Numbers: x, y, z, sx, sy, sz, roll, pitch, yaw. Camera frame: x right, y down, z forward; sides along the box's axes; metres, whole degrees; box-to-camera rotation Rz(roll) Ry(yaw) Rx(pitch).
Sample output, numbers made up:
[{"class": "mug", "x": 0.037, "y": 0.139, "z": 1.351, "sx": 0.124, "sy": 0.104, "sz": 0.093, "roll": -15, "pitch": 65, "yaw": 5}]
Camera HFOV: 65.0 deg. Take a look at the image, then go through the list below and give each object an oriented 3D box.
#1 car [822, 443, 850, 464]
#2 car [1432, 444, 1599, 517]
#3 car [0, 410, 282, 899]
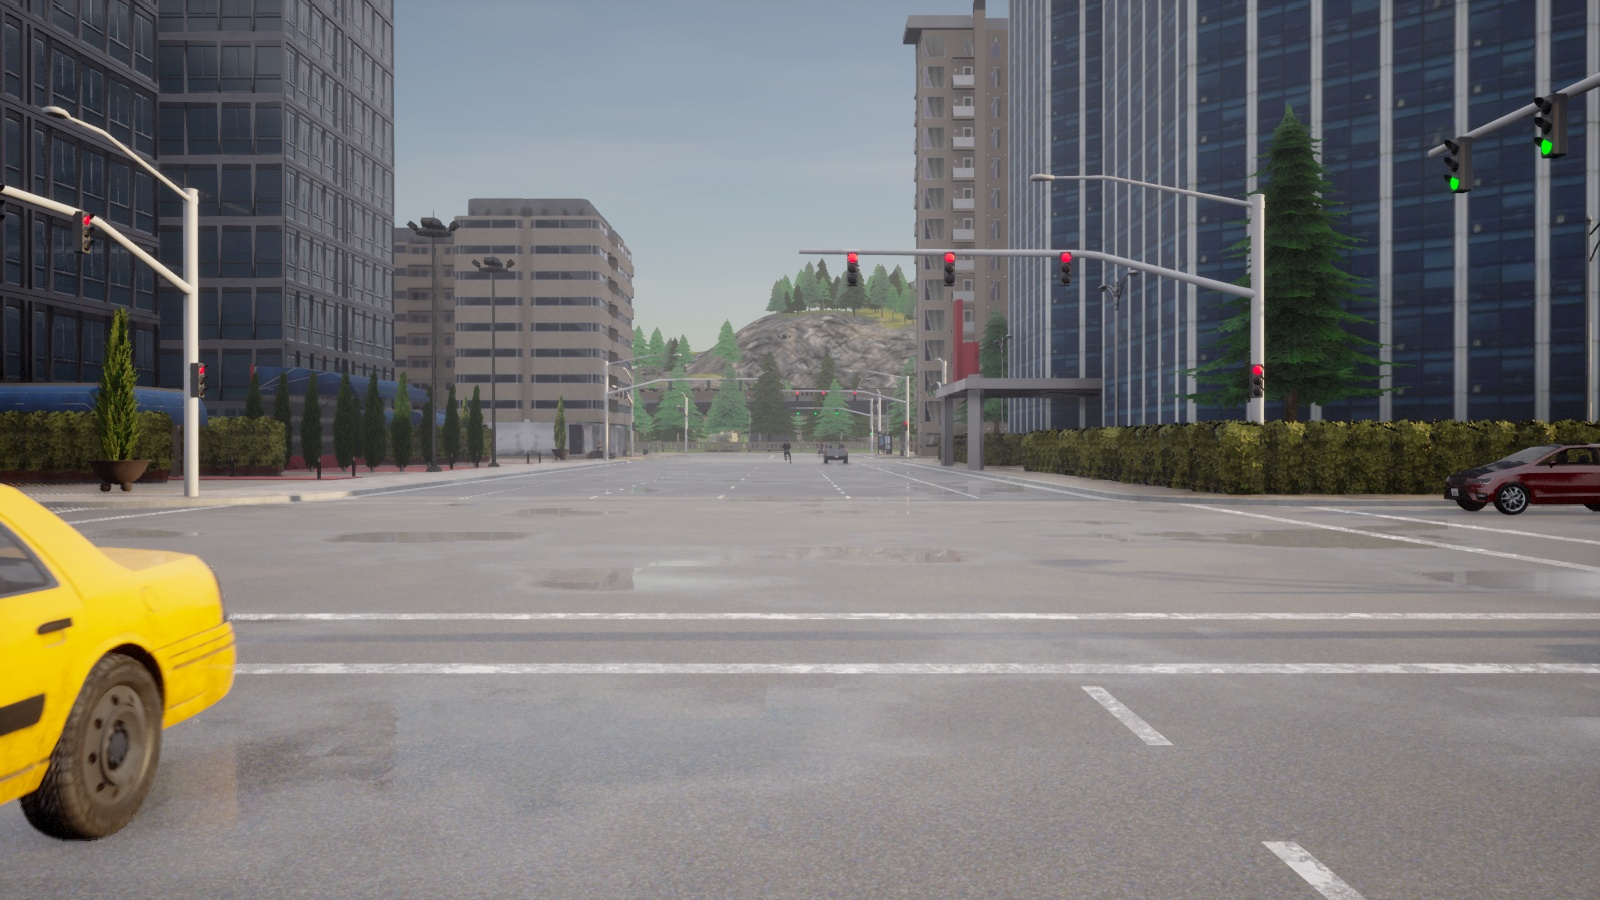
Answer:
[{"class": "car", "x": 2.553, "y": 0.252, "z": 90.334, "sx": 1.845, "sy": 1.501, "sz": 3.633, "roll": 0, "pitch": 0, "yaw": -1}, {"class": "car", "x": 15.923, "y": 0.623, "z": 26.546, "sx": 4.193, "sy": 1.474, "sz": 1.816, "roll": 0, "pitch": 0, "yaw": 0}, {"class": "car", "x": -3.472, "y": 0.663, "z": 3.549, "sx": 1.801, "sy": 1.575, "sz": 5.366, "roll": 0, "pitch": 0, "yaw": 0}]
